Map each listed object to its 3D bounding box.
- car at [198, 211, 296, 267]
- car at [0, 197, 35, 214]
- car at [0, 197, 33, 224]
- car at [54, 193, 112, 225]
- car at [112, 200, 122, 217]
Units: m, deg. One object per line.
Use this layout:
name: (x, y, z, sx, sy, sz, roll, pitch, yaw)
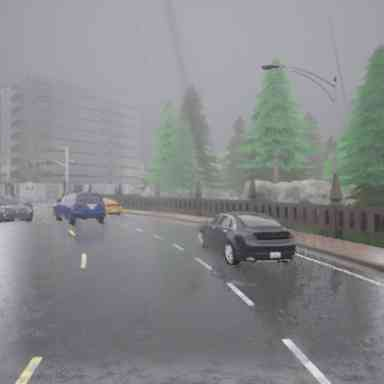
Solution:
car: (1.596, 1.419, 11.258, 1.837, 1.490, 4.892, 1, 0, -15)
car: (-17.573, 1.269, 33.011, 4.674, 1.442, 1.812, 0, 1, 40)
car: (-12.578, 1.173, 22.861, 2.097, 1.767, 4.553, 0, 1, -42)
car: (-7.720, 1.047, 22.689, 2.150, 2.045, 5.566, 0, 1, -35)
car: (-7.772, 1.261, 28.091, 1.882, 1.535, 5.008, 0, 0, -41)
